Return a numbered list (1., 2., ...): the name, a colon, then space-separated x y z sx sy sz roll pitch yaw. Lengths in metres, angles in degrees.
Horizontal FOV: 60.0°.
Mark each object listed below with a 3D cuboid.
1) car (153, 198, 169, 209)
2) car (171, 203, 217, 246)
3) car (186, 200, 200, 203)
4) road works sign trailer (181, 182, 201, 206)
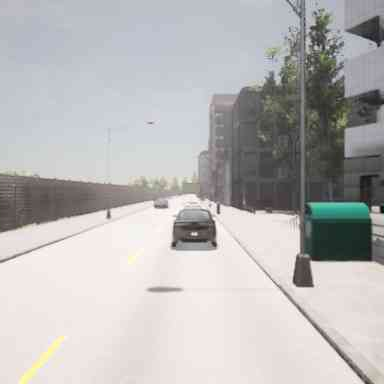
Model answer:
1. car: -4.089 1.555 45.412 2.033 1.411 5.357 0 0 0
2. car: 0.098 1.480 15.372 1.882 1.535 5.008 0 0 0
3. car: 0.082 1.531 34.205 1.812 1.442 4.674 0 0 0
4. road works sign trailer: -0.007 0.472 45.261 2.380 3.560 2.880 0 0 0
